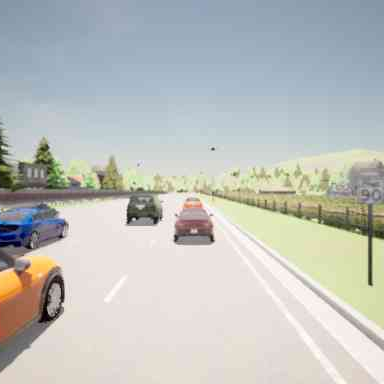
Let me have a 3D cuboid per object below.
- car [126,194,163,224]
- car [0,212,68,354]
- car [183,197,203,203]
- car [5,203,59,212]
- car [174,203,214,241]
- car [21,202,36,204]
[{"bbox_3d":[-3.398,1.167,24.557,2.150,2.045,5.566,0,0,0],"label":"car"},{"bbox_3d":[-3.401,1.342,4.341,2.097,1.767,4.553,0,0,0],"label":"car"},{"bbox_3d":[0.101,1.274,34.779,2.097,1.767,4.553,0,0,0],"label":"car"},{"bbox_3d":[-6.899,1.447,14.028,1.882,1.535,5.008,0,0,0],"label":"car"},{"bbox_3d":[0.087,1.489,16.314,1.812,1.442,4.674,0,0,0],"label":"car"},{"bbox_3d":[-10.400,1.457,21.997,1.837,1.490,4.892,0,0,0],"label":"car"}]
